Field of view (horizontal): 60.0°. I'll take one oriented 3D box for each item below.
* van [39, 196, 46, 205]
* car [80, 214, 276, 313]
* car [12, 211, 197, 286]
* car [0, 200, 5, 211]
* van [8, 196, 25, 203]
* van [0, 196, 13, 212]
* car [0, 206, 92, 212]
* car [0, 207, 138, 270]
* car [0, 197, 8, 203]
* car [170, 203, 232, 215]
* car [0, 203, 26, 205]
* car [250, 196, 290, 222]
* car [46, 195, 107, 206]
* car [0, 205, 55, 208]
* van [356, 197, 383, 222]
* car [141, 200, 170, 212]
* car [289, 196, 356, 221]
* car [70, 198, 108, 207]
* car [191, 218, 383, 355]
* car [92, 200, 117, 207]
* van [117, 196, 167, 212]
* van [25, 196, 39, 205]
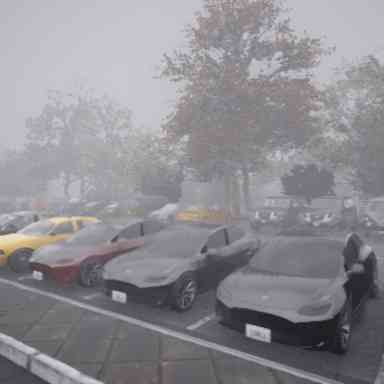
[{"bbox_3d":[-12.518,1.375,33.428,1.878,1.987,4.442,0,0,36],"label":"van"},{"bbox_3d":[0.043,1.536,8.114,2.163,1.488,4.792,0,0,36],"label":"car"},{"bbox_3d":[-2.211,1.547,9.735,2.163,1.488,4.792,0,0,36],"label":"car"},{"bbox_3d":[-28.216,1.881,44.558,2.231,1.521,4.892,-1,-1,36],"label":"car"},{"bbox_3d":[-17.160,1.397,36.477,1.878,1.987,4.442,-1,0,36],"label":"van"},{"bbox_3d":[-25.899,1.599,43.045,1.878,1.987,4.442,-1,-1,36],"label":"van"},{"bbox_3d":[-6.699,1.540,13.004,2.231,1.521,4.892,0,0,36],"label":"car"},{"bbox_3d":[-4.557,1.525,11.228,1.946,1.575,5.366,0,0,36],"label":"car"},{"bbox_3d":[-19.214,1.659,38.103,2.097,1.535,5.008,-1,-1,36],"label":"car"},{"bbox_3d":[1.010,1.536,23.556,2.097,1.535,5.008,0,0,36],"label":"car"},{"bbox_3d":[-11.320,1.557,16.088,1.946,1.575,5.366,0,0,36],"label":"car"},{"bbox_3d":[5.496,1.263,20.304,2.435,2.045,5.566,0,0,36],"label":"car"},{"bbox_3d":[-10.353,1.339,31.694,2.435,2.045,5.566,0,0,36],"label":"car"},{"bbox_3d":[-8.961,1.551,14.613,2.231,1.521,4.892,0,0,36],"label":"car"},{"bbox_3d":[9.942,1.267,16.999,1.878,1.987,4.442,0,0,36],"label":"van"},{"bbox_3d":[-1.336,1.587,25.252,2.002,1.452,4.674,0,0,36],"label":"car"},{"bbox_3d":[7.745,1.253,18.687,2.435,2.045,5.566,0,0,36],"label":"car"},{"bbox_3d":[-7.988,1.579,30.022,2.097,1.535,5.008,0,0,36],"label":"car"},{"bbox_3d":[2.297,1.526,6.494,2.163,1.488,4.792,0,0,36],"label":"car"},{"bbox_3d":[-5.736,1.608,28.408,2.002,1.452,4.674,0,0,36],"label":"car"},{"bbox_3d":[-3.520,1.332,26.962,1.878,1.987,4.442,0,0,36],"label":"van"},{"bbox_3d":[-14.666,1.385,34.972,1.878,1.987,4.442,0,0,36],"label":"van"}]
